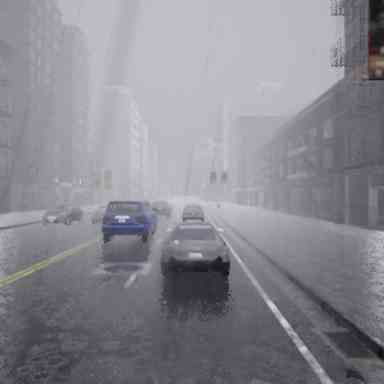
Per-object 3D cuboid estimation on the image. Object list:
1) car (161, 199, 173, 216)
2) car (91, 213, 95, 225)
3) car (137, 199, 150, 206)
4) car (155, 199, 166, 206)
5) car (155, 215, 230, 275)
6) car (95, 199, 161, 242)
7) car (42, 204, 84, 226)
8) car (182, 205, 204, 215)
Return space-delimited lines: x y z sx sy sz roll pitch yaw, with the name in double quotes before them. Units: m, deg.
"car" -3.131 1.666 33.976 2.097 1.767 4.553 0 0 0
"car" -6.584 1.778 26.554 1.812 1.442 4.674 0 0 0
"car" -9.713 2.138 66.888 1.994 1.385 4.181 0 0 0
"car" -6.463 2.112 67.720 1.812 1.442 4.674 0 0 0
"car" 0.099 1.678 10.853 1.994 1.385 4.181 0 -1 0
"car" -3.139 1.399 17.622 2.150 2.045 5.566 0 0 0
"car" -9.834 1.737 25.699 2.128 1.511 4.902 0 0 0
"car" 0.115 1.819 28.899 2.033 1.411 5.357 0 0 0
